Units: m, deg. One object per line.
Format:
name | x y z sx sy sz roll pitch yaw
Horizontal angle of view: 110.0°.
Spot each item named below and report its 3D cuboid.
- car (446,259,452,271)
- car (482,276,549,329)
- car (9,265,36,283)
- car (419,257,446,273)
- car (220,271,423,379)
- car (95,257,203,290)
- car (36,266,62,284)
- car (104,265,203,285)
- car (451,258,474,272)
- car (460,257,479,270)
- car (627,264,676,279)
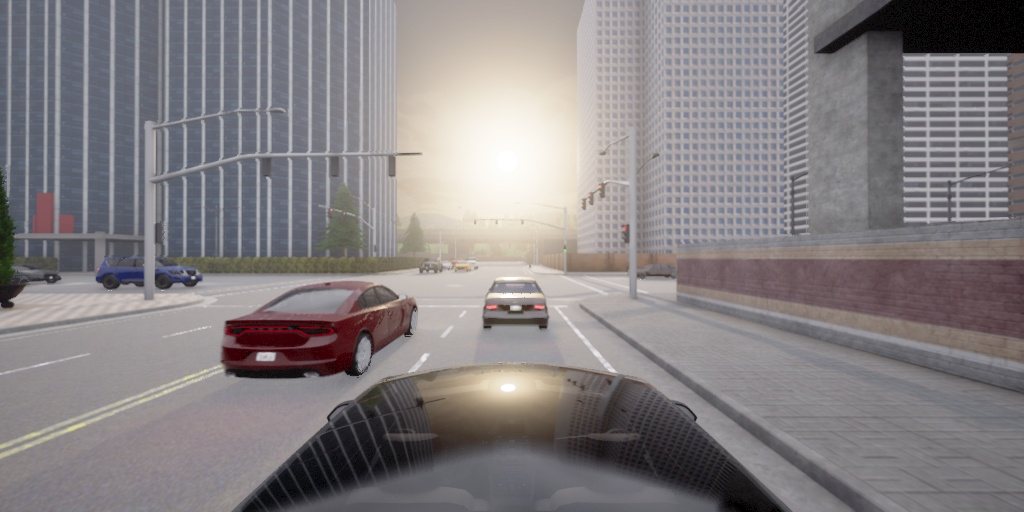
car | -10.529 1.543 56.647 1.812 1.442 4.674 0 0 0
car | 0.096 1.345 11.401 2.033 1.411 5.357 0 0 0
car | -34.573 1.420 23.353 4.181 1.385 1.994 0 0 0
car | -10.552 1.193 47.109 2.150 2.045 5.566 0 0 0
car | -3.426 1.256 7.496 1.882 1.535 5.008 0 0 0
car | -23.586 1.078 23.414 5.566 2.045 2.150 0 0 0
car | -36.951 1.378 26.841 4.892 1.490 1.837 0 0 0
car | -26.774 1.420 26.892 5.357 1.411 2.033 0 0 0
car | -7.043 1.471 51.712 1.882 1.535 5.008 0 0 0
car | -7.007 1.263 61.555 2.150 2.045 5.566 0 0 0
car | 13.925 1.456 34.482 5.357 1.411 2.033 0 0 0
